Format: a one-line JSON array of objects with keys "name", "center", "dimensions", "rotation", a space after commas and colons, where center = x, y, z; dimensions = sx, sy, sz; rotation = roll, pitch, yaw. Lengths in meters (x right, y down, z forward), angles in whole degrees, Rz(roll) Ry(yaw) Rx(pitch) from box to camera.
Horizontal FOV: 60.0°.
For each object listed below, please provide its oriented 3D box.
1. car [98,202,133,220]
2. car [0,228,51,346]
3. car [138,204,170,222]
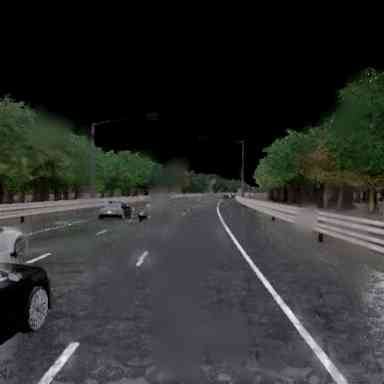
[{"name": "car", "center": [-6.233, 1.504, 27.482], "dimensions": [1.994, 1.385, 4.181], "rotation": [0, 0, 2]}, {"name": "car", "center": [-3.359, 1.481, 3.844], "dimensions": [2.128, 1.511, 4.902], "rotation": [0, 0, 0]}, {"name": "car", "center": [-2.818, 1.547, 25.626], "dimensions": [1.895, 1.301, 4.718], "rotation": [0, 0, 2]}]
